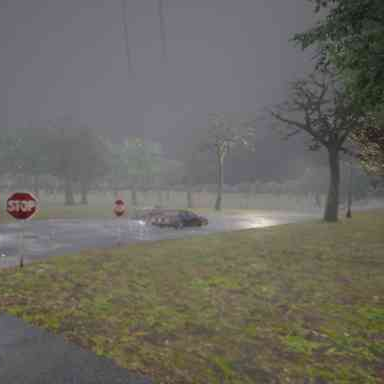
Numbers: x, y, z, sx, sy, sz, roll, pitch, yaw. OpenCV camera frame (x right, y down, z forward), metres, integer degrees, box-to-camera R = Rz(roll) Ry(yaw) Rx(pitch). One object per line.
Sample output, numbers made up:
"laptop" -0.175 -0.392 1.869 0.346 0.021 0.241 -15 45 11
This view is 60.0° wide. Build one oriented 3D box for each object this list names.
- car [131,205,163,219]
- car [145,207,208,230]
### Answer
"car" -4.012 2.049 33.517 1.812 1.442 4.674 2 1 36
"car" -0.855 2.125 25.914 2.033 1.411 5.357 2 0 36
